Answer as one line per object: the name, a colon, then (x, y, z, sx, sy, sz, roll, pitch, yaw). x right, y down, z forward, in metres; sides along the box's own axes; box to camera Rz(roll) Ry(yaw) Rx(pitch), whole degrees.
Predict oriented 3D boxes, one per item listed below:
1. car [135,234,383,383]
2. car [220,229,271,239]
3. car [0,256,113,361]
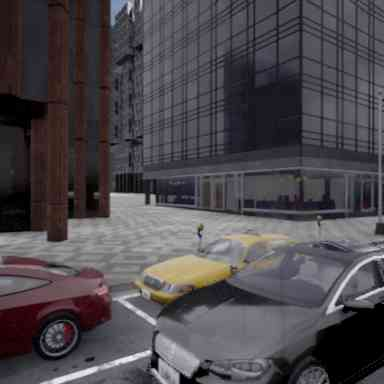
car: (1.774, 1.509, 4.630, 4.902, 1.511, 2.128, 0, 0, -35)
car: (1.134, 1.548, 7.440, 4.829, 1.417, 1.752, 0, 0, -35)
car: (-3.165, 1.581, 4.395, 4.206, 1.307, 1.802, 0, 0, -35)
